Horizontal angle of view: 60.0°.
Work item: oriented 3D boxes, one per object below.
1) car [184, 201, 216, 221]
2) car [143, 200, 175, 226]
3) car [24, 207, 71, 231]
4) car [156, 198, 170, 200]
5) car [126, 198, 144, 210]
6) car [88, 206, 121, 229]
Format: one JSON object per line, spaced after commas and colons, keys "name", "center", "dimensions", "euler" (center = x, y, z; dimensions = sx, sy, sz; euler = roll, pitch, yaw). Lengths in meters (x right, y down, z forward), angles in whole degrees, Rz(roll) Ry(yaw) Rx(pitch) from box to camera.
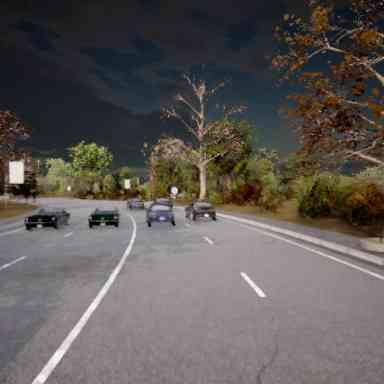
{"name": "car", "center": [0.597, 1.490, 26.968], "dimensions": [1.837, 1.490, 4.892], "euler": [0, 0, -11]}
{"name": "car", "center": [-2.287, 1.533, 23.496], "dimensions": [1.812, 1.442, 4.674], "euler": [0, 0, -10]}
{"name": "car", "center": [-9.116, 1.655, 21.285], "dimensions": [1.895, 1.301, 4.718], "euler": [0, 0, -10]}
{"name": "car", "center": [-3.894, 1.505, 43.381], "dimensions": [1.837, 1.490, 4.892], "euler": [0, 0, -18]}
{"name": "car", "center": [-7.359, 1.526, 42.732], "dimensions": [2.128, 1.511, 4.902], "euler": [-1, 0, -18]}
{"name": "car", "center": [-5.710, 1.632, 22.095], "dimensions": [1.895, 1.301, 4.718], "euler": [0, 0, -10]}
